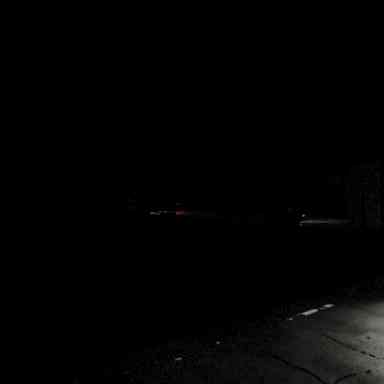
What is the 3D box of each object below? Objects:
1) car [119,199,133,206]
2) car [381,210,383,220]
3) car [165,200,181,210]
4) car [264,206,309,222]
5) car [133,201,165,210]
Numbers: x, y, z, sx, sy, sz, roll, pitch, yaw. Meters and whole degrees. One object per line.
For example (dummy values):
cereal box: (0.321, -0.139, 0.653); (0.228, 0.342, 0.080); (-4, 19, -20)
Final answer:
car: (-13.539, 2.095, 68.869); (1.812, 1.442, 4.674); (-1, 1, -36)
car: (16.425, 1.784, 27.184); (4.718, 1.301, 1.895); (-2, 0, 44)
car: (-3.700, 2.184, 55.148); (1.837, 1.490, 4.892); (-1, 0, -36)
car: (8.807, 1.981, 31.340); (1.994, 1.385, 4.181); (-1, 0, -36)
car: (-6.929, 2.244, 53.365); (2.128, 1.511, 4.902); (-1, 1, -35)
